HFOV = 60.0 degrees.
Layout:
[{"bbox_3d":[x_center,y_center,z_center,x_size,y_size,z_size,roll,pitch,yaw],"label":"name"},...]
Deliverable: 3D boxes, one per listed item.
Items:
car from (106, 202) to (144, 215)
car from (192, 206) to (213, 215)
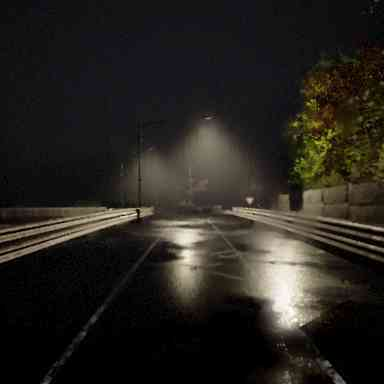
[{"bbox_3d":[-8.562,2.296,43.608,2.150,2.045,5.566,-2,-3,42],"label":"car"},{"bbox_3d":[1.826,3.124,56.793,1.994,1.385,4.181,-1,-2,34],"label":"car"}]
